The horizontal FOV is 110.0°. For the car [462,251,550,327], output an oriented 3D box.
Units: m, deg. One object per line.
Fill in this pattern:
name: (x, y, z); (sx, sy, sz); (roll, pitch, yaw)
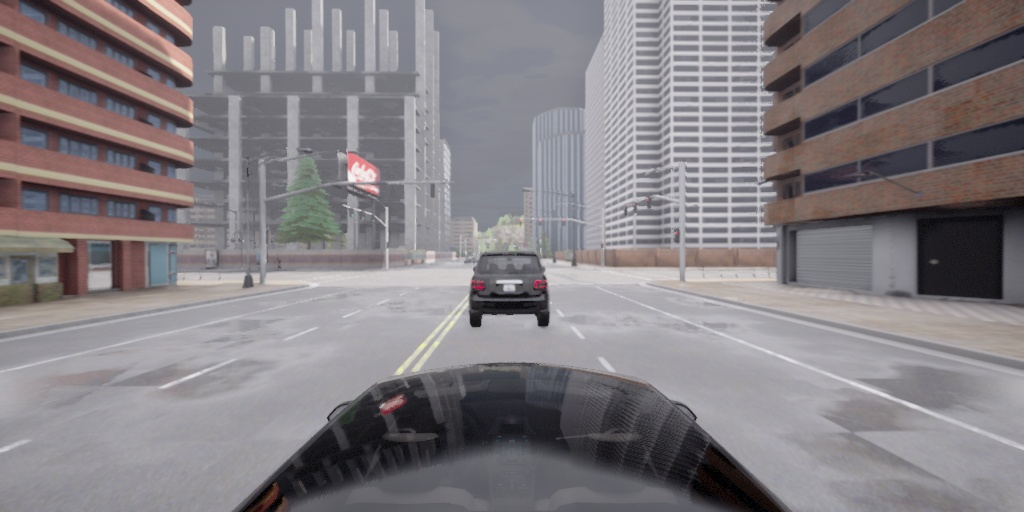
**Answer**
car: (-0.076, 0.899, 11.380); (2.150, 2.045, 5.566); (0, -1, 0)

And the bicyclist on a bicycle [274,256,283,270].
bicyclist on a bicycle: (-28.461, 0.865, 43.668); (0.582, 1.620, 1.656); (0, 1, -1)
